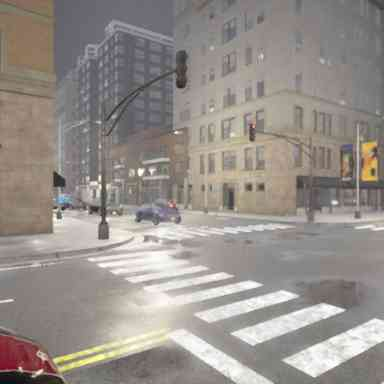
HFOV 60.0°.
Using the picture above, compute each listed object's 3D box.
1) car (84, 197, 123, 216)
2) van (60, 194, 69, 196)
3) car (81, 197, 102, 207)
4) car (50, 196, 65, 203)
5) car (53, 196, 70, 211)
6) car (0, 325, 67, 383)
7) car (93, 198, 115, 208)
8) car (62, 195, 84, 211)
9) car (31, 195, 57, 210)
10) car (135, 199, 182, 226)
[{"bbox_3d":[-8.325,1.312,31.947,2.097,1.767,4.553,0,0,-35],"label":"car"},{"bbox_3d":[-25.192,1.322,65.405,1.690,1.788,3.998,0,0,-35],"label":"van"},{"bbox_3d":[-15.868,1.497,52.168,1.752,1.417,4.829,0,0,-35],"label":"car"},{"bbox_3d":[-28.333,1.550,69.863,1.947,1.339,4.313,0,0,-35],"label":"car"},{"bbox_3d":[-16.051,1.514,38.494,1.947,1.339,4.313,0,0,-35],"label":"car"},{"bbox_3d":[-2.844,1.353,1.441,4.553,1.767,2.097,0,0,-36],"label":"car"},{"bbox_3d":[-12.629,1.553,47.571,1.802,1.307,4.206,0,0,-35],"label":"car"},{"bbox_3d":[-14.167,1.459,40.241,1.837,1.490,4.892,0,0,-35],"label":"car"},{"bbox_3d":[-19.190,1.263,42.953,2.192,1.841,5.009,0,0,-35],"label":"car"},{"bbox_3d":[-2.525,1.496,23.619,1.812,1.442,4.674,0,0,-33],"label":"car"}]
